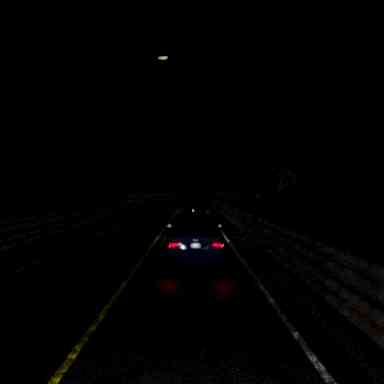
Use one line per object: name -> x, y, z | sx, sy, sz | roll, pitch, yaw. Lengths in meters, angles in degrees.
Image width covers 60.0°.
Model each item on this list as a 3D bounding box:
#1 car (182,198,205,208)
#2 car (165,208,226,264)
car -> 0.148, 1.380, 31.735 | 1.837, 1.490, 4.892 | 0, 0, 1
car -> 0.098, 1.501, 11.584 | 2.033, 1.411, 5.357 | 0, 0, 0
